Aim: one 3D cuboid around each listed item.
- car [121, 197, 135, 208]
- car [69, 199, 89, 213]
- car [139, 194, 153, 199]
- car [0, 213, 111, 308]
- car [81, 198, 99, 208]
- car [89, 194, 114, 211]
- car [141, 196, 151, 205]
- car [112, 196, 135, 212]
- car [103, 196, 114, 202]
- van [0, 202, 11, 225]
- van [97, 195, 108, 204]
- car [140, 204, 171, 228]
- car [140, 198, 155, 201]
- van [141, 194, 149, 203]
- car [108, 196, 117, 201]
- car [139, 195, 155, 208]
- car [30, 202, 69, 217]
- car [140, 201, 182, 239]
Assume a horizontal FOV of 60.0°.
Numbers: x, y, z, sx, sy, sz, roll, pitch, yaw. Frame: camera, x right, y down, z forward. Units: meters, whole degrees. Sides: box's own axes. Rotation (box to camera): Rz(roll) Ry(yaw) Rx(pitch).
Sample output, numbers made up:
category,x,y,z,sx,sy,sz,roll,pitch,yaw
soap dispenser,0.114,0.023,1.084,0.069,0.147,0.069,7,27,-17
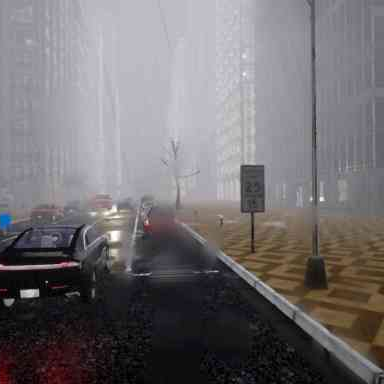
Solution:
category,x,y,z,sx,sy,sz,roll,pitch,yaw
car,-9.382,1.531,49.188,1.882,1.535,5.008,0,0,-8
car,-13.510,1.642,38.481,1.947,1.339,4.313,0,0,-9
car,-6.080,1.349,45.352,2.192,1.841,5.009,0,0,-9
car,-3.108,1.503,8.018,2.128,1.511,4.902,0,0,-9
car,-15.227,1.654,49.730,1.947,1.339,4.313,0,0,-9
car,-11.385,1.286,42.335,2.150,2.045,5.566,0,0,-9
car,-8.683,1.577,62.391,1.752,1.417,4.829,0,0,-9
car,-7.799,1.534,39.118,2.128,1.511,4.902,0,0,-8
car,-19.521,1.685,77.850,1.947,1.339,4.313,0,0,-9
van,-10.194,1.395,15.971,1.690,1.788,3.998,0,0,-9
van,-17.803,1.447,66.602,1.690,1.788,3.998,0,0,-9
car,-2.581,1.576,22.868,1.947,1.339,4.313,0,0,-9
car,-4.364,1.604,34.104,1.802,1.307,4.206,0,0,-9
van,-10.374,1.405,73.471,1.690,1.788,3.998,0,0,-9
car,-21.239,1.683,89.097,2.008,1.369,4.403,0,0,-9
car,-6.939,1.354,50.976,2.192,1.841,5.009,0,0,-9
car,-11.802,1.610,27.235,1.887,1.381,4.507,0,0,-9
car,-1.667,1.444,17.253,1.967,1.590,4.097,0,0,-9
